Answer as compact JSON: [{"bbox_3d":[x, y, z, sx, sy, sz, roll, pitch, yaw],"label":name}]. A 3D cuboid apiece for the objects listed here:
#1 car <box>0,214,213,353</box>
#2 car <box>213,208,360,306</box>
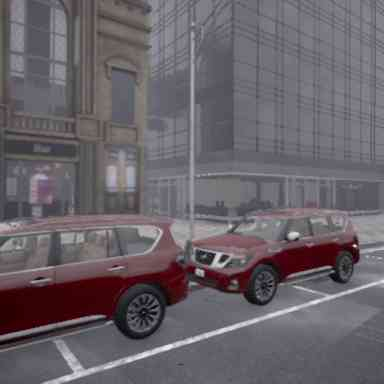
[{"bbox_3d":[-2.373,1.322,5.073,5.009,1.841,2.192,1,0,-35],"label":"car"},{"bbox_3d":[2.220,1.364,8.344,5.009,1.841,2.192,1,0,-35],"label":"car"}]
